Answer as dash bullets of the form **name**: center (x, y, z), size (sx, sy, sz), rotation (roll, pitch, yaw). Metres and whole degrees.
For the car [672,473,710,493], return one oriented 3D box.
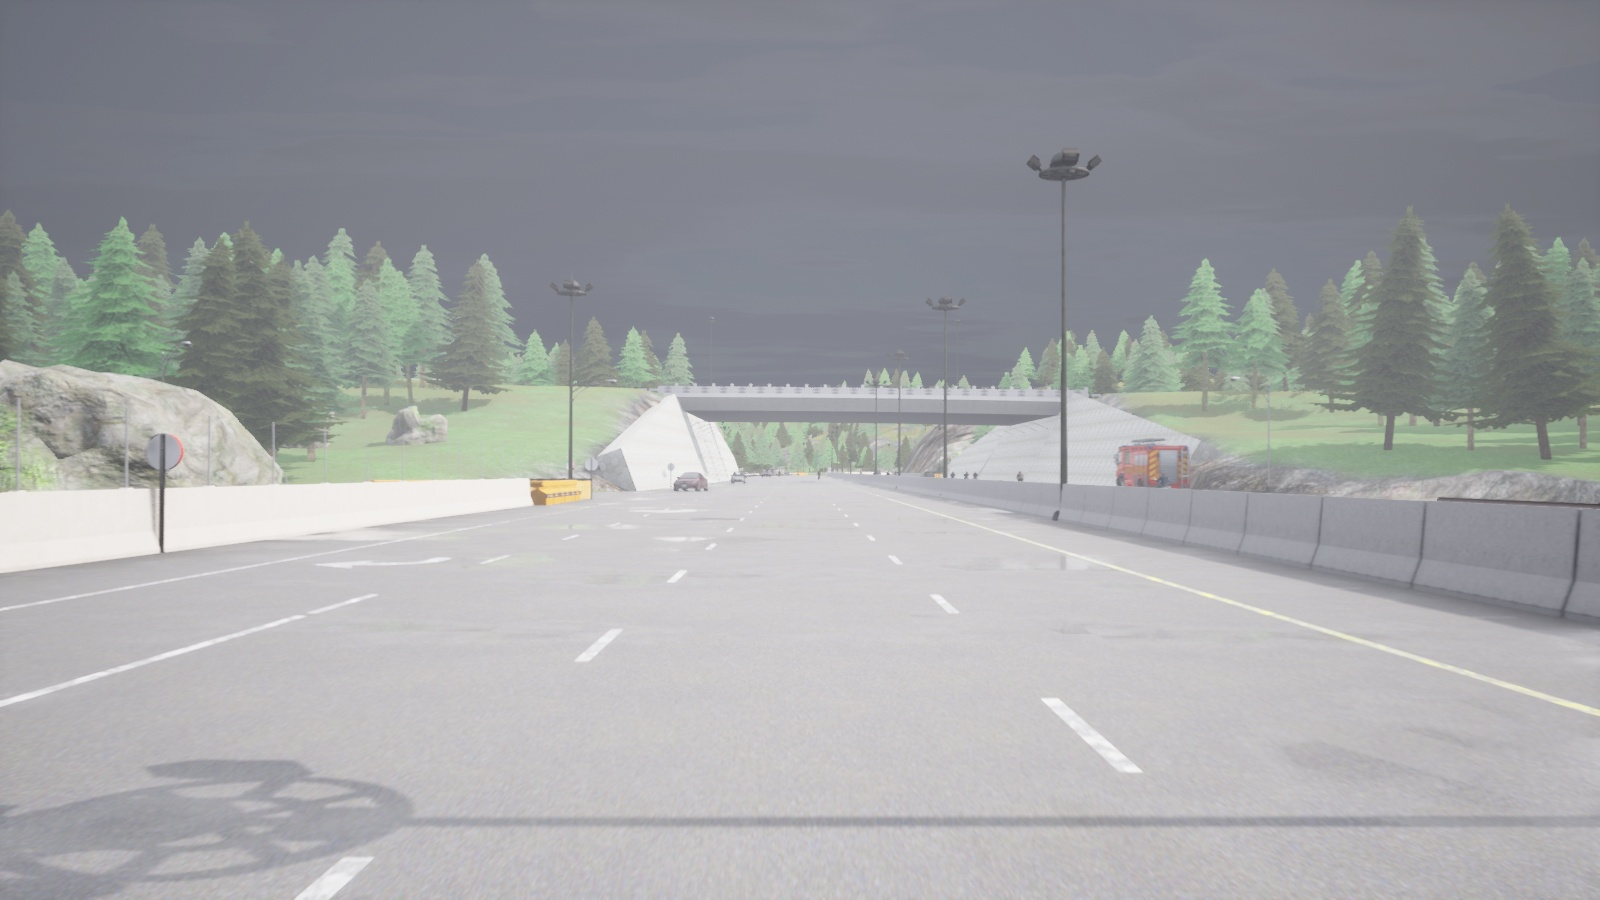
- **car**: center (-8.060, 2.433, 93.246), size (1.812, 1.442, 4.674), rotation (0, -1, 9)

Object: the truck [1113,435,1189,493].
- **truck**: center (24.284, 1.015, 87.339), size (2.891, 3.827, 8.468), rotation (0, -1, 0)
